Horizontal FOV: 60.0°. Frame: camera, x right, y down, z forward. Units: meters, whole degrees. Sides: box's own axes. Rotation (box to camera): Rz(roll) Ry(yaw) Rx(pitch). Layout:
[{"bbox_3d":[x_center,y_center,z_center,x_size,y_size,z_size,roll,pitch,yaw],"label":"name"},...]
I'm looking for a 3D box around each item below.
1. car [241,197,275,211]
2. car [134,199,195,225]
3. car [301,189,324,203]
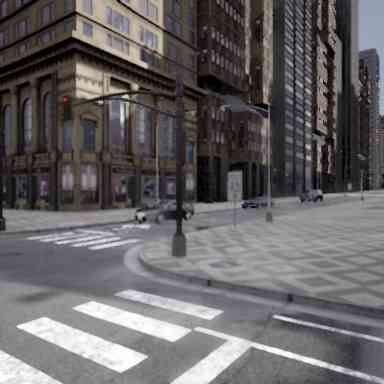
[{"bbox_3d":[6.868,1.181,34.443,1.895,1.301,4.718,0,1,35],"label":"car"},{"bbox_3d":[-1.755,1.271,22.330,2.128,1.511,4.902,0,1,35],"label":"car"},{"bbox_3d":[18.188,0.639,50.183,2.150,2.045,5.566,0,1,35],"label":"car"}]
